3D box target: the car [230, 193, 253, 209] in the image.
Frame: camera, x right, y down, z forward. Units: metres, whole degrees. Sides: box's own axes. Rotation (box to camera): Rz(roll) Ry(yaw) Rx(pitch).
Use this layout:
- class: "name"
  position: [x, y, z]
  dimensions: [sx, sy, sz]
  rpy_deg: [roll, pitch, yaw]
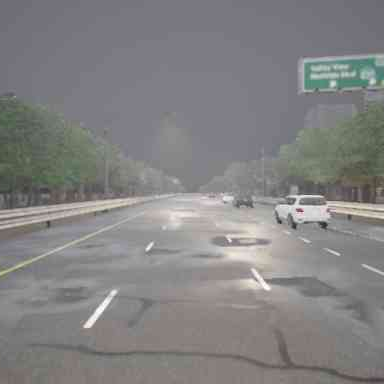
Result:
- class: "car"
  position: [7.043, 1.215, 46.285]
  dimensions: [2.150, 2.045, 5.566]
  rpy_deg: [0, 0, 0]

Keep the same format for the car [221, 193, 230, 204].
- class: "car"
  position: [7.062, 1.218, 63.312]
  dimensions: [2.150, 2.045, 5.566]
  rpy_deg: [0, 0, 0]

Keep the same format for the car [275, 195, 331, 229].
- class: "car"
  position: [7.019, 1.219, 21.631]
  dimensions: [2.150, 2.045, 5.566]
  rpy_deg: [0, 0, 0]
